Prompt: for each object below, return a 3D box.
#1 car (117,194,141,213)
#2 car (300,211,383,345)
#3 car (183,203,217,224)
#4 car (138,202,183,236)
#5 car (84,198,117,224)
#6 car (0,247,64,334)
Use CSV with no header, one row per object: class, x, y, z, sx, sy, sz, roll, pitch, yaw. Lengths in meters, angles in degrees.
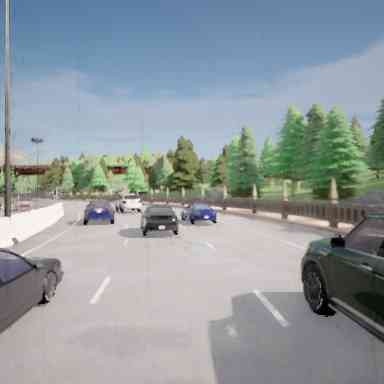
car,-7.170,1.210,37.230,2.150,2.045,5.566,0,0,-21
car,3.353,1.204,4.362,2.150,2.045,5.566,0,0,-3
car,0.459,1.499,24.279,1.812,1.442,4.674,0,0,-13
car,-1.891,1.492,18.603,1.837,1.490,4.892,0,0,-10
car,-6.922,1.352,24.966,2.097,1.767,4.553,0,0,-14
car,-3.653,1.556,5.006,2.033,1.411,5.357,0,0,-3
